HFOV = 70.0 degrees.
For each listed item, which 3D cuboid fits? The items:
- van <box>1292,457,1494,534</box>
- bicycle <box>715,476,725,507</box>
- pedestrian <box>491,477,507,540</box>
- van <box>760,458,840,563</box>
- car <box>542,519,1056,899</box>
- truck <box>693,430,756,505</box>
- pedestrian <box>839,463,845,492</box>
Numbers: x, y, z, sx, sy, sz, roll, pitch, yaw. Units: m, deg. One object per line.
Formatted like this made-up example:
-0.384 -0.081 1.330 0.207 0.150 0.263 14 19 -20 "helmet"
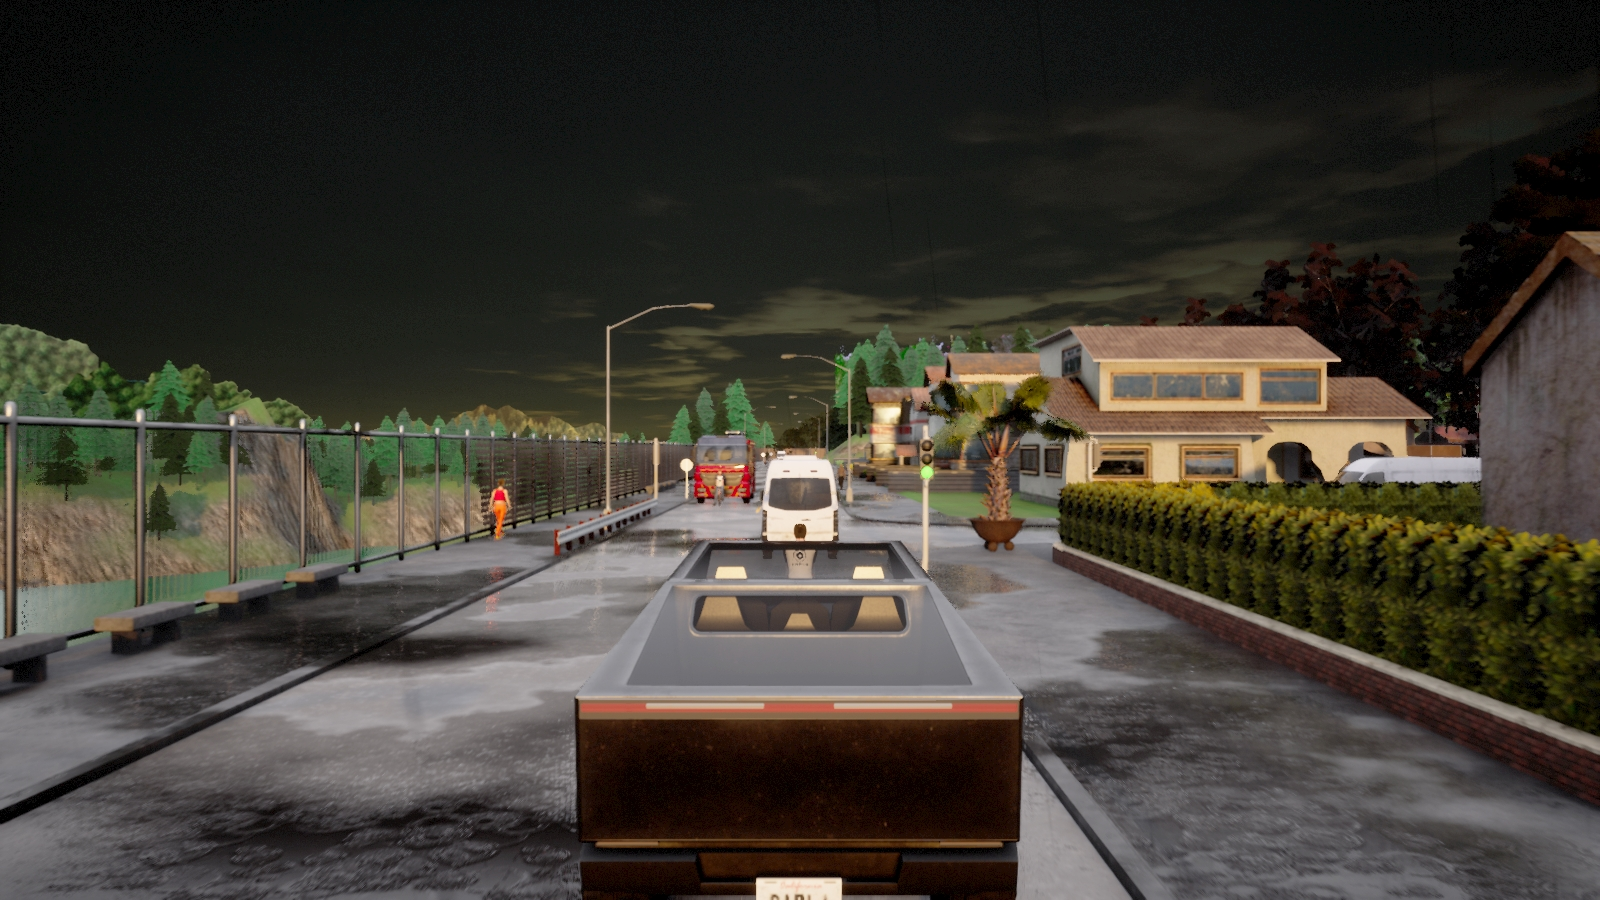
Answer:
20.340 1.531 39.341 5.915 2.561 1.988 0 0 0 "van"
-3.986 2.051 56.713 0.373 1.496 1.643 0 0 0 "bicycle"
-8.976 1.742 34.092 0.375 1.860 0.375 0 0 2 "pedestrian"
0.009 1.532 31.452 1.988 2.561 5.915 0 0 0 "van"
-0.001 1.753 8.452 2.390 2.098 6.274 0 0 0 "car"
-3.986 0.886 62.000 2.891 3.827 8.468 0 0 0 "truck"
2.693 1.739 73.489 0.375 1.860 0.375 0 0 6 "pedestrian"
